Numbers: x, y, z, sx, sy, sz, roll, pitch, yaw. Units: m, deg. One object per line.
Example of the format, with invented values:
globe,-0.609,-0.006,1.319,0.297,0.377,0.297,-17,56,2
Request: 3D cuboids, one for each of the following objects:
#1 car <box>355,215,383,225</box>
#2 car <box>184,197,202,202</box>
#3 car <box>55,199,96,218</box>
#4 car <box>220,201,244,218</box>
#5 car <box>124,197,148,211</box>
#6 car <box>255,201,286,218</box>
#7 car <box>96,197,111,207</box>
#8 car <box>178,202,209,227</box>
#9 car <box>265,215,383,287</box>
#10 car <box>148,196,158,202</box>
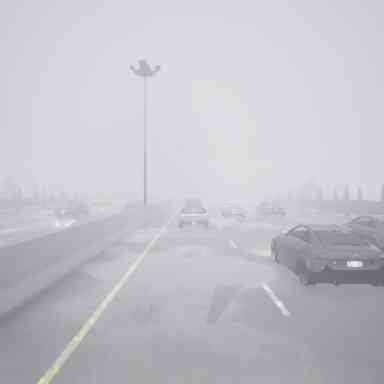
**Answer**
car,7.102,1.565,12.778,1.994,1.385,4.181,0,0,0
car,0.107,1.354,40.722,2.097,1.767,4.553,0,0,0
car,-10.588,1.493,29.733,2.128,1.511,4.902,0,0,0
car,3.592,1.527,30.227,1.812,1.442,4.674,0,0,0
car,-7.070,1.566,41.103,1.994,1.385,4.181,0,0,0
car,7.105,1.549,30.477,2.033,1.411,5.357,0,0,0
car,-13.972,1.480,51.701,1.882,1.535,5.008,0,0,1
car,0.102,1.602,22.479,1.895,1.301,4.718,0,0,0
car,3.602,1.564,9.365,1.994,1.385,4.181,0,0,0
car,-8.626,1.450,71.094,1.895,1.301,4.718,0,0,8
